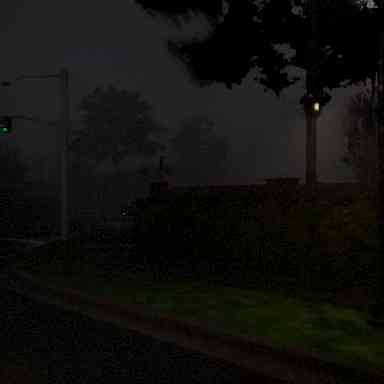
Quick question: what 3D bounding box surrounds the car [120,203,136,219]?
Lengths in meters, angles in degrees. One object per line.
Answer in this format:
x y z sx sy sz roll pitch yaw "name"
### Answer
-4.430 1.670 30.604 2.128 1.511 4.902 -1 0 35 "car"
